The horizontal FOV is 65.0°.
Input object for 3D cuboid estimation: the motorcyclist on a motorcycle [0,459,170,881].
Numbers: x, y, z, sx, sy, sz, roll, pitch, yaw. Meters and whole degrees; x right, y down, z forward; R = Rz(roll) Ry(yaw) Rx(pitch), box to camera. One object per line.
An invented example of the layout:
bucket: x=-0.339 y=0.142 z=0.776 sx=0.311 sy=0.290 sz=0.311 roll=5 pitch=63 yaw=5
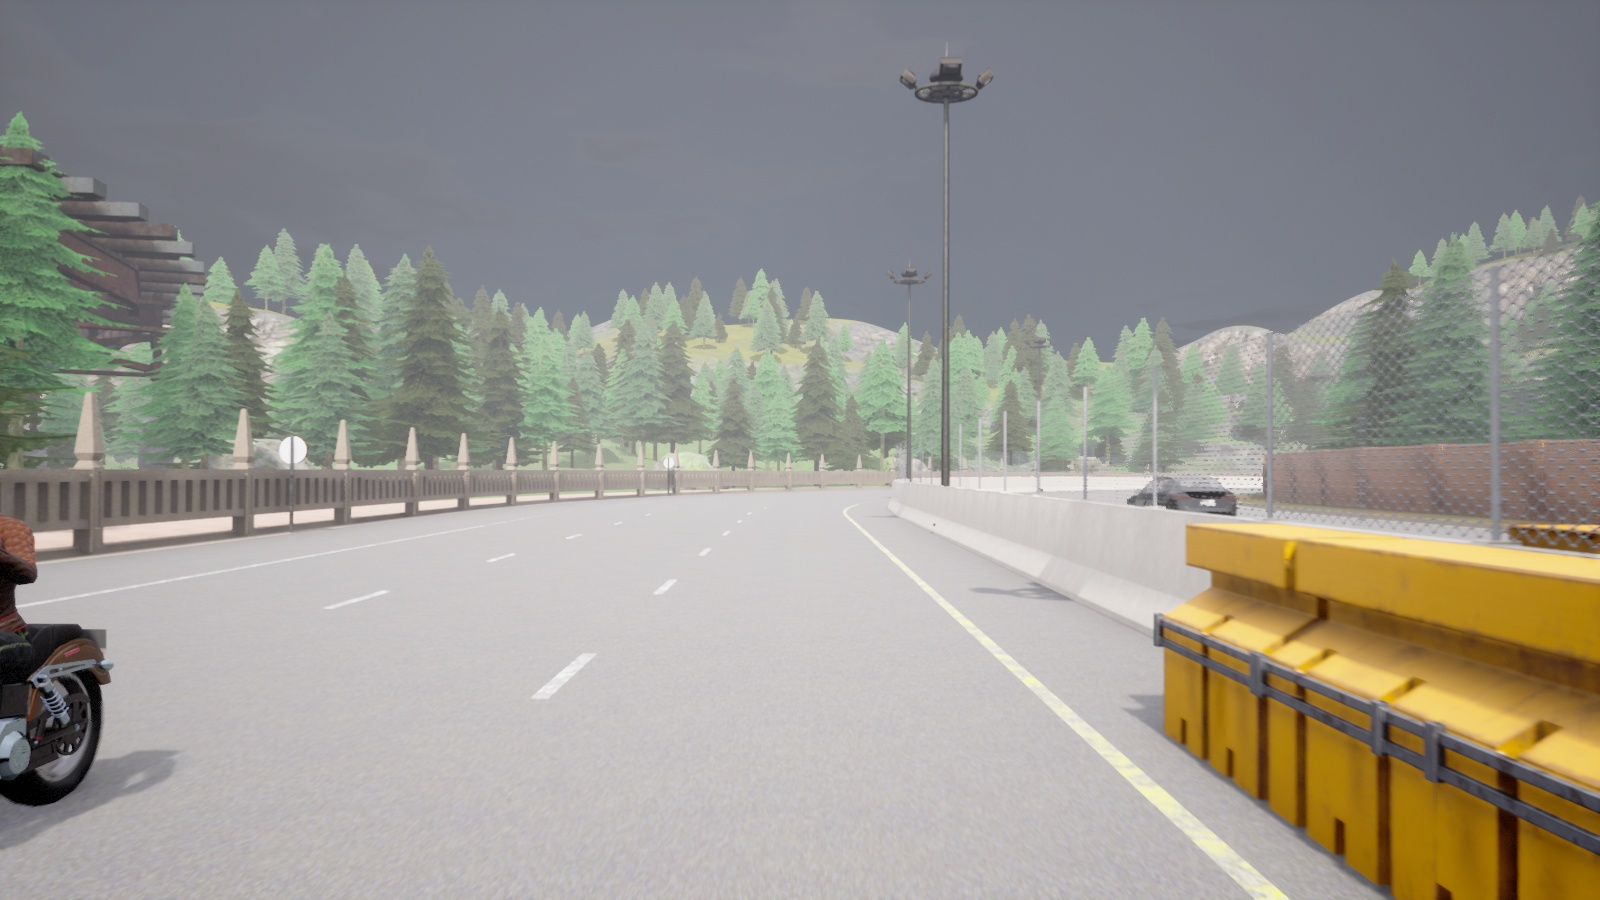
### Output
motorcyclist on a motorcycle: x=-3.513 y=0.864 z=5.064 sx=0.766 sy=1.649 sz=2.350 roll=0 pitch=-1 yaw=0

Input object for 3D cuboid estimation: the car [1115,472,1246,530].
car: x=10.414 y=1.355 z=34.780 sx=2.163 sy=1.488 sz=4.792 roll=0 pitch=-1 yaw=0
